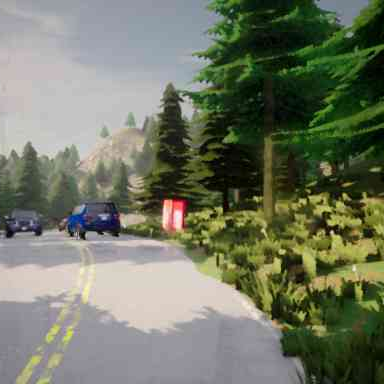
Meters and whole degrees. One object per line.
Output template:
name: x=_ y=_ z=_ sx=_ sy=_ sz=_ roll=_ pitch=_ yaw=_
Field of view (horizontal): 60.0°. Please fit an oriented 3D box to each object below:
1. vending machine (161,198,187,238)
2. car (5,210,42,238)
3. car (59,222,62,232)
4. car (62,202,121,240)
vending machine: x=-0.987 y=1.422 z=18.127 sx=1.100 sy=2.100 sz=0.880 roll=3 pitch=-2 yaw=-26
car: x=-12.728 y=2.361 z=25.207 sx=2.150 sy=2.045 sz=5.566 roll=0 pitch=-5 yaw=-28
car: x=-13.777 y=3.713 z=37.488 sx=1.812 sy=1.442 sz=4.674 roll=0 pitch=-5 yaw=-15
car: x=-6.042 y=1.698 z=20.073 sx=2.150 sy=2.045 sz=5.566 roll=0 pitch=-4 yaw=-30
